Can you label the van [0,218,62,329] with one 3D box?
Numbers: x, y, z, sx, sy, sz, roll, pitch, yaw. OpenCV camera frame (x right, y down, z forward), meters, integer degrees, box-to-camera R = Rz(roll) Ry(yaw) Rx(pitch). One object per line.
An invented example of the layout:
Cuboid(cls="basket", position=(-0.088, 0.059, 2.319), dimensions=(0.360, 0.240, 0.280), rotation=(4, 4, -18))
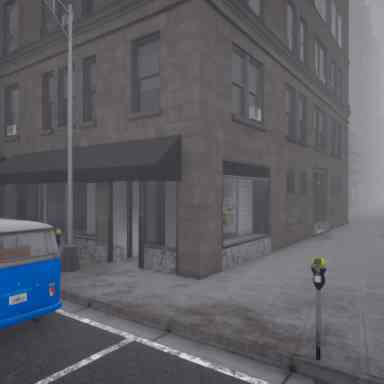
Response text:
Cuboid(cls="van", position=(-4.073, 1.340, 5.985), dimensions=(3.998, 1.788, 1.690), rotation=(0, 0, 36))
